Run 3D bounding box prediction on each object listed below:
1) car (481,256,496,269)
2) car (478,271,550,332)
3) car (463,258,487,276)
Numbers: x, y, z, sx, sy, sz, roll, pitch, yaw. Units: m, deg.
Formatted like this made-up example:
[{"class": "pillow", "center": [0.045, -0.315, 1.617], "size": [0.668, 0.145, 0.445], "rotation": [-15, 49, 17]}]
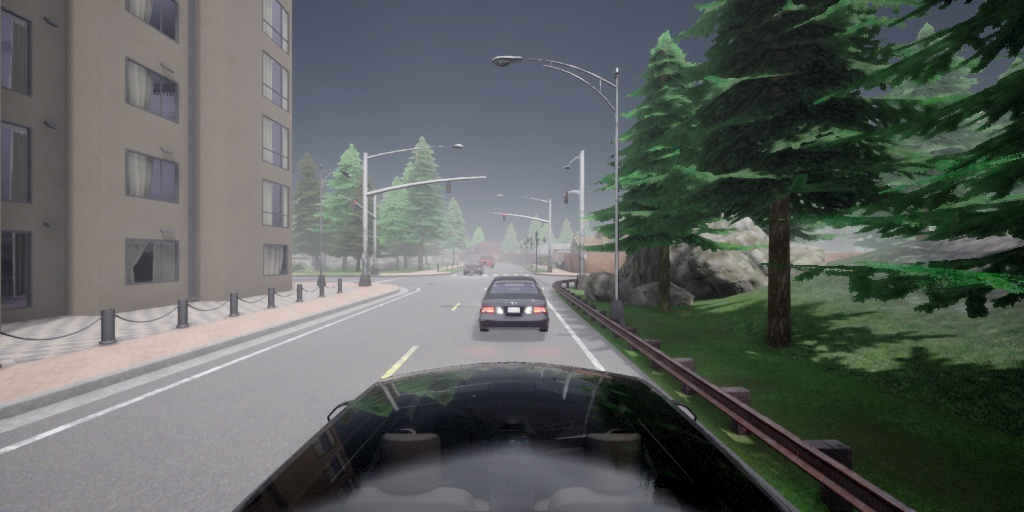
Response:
[{"class": "car", "center": [-4.074, 0.946, 56.888], "size": [2.150, 2.045, 5.566], "rotation": [0, 0, 0]}, {"class": "car", "center": [0.066, 1.297, 10.825], "size": [2.033, 1.411, 5.357], "rotation": [0, 0, 1]}, {"class": "car", "center": [-3.909, 1.250, 37.003], "size": [1.812, 1.442, 4.674], "rotation": [0, 0, -1]}]
